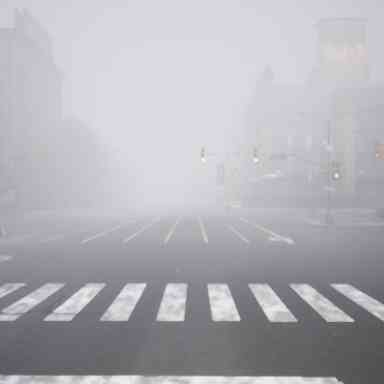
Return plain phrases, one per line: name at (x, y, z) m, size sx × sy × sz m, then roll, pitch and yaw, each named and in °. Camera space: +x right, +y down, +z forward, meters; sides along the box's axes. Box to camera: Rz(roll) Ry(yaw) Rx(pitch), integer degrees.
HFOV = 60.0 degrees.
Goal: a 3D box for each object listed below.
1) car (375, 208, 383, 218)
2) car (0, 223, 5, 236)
car at (20.508, 1.829, 32.318) m, size 5.008 × 1.535 × 1.882 m, roll 0°, pitch -1°, yaw 0°
car at (-12.449, 1.762, 17.404) m, size 4.892 × 1.490 × 1.837 m, roll 1°, pitch -1°, yaw 0°
